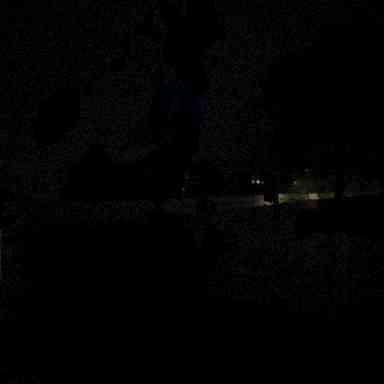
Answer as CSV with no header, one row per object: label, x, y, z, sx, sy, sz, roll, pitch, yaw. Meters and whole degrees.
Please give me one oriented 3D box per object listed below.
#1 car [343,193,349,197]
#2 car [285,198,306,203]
car,23.440,0.992,51.471,2.097,1.767,4.553,0,0,36
car,10.984,1.333,34.248,2.033,1.411,5.357,0,0,36
